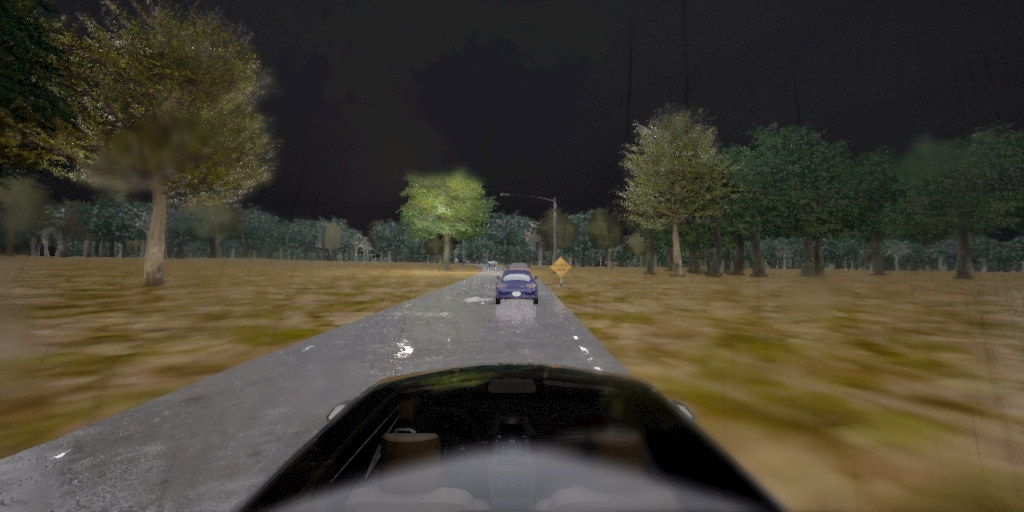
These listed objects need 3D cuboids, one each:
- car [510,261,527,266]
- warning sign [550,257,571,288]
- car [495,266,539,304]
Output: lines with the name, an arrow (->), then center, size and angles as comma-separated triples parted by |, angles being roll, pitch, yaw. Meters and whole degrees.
car -> 0.564, 1.303, 31.443 | 2.097, 1.767, 4.553 | 0, -1, 1
warning sign -> 3.007, 0.969, 21.930 | 1.300, 1.860, 1.060 | 0, 0, 1
car -> 0.233, 1.345, 16.463 | 1.812, 1.442, 4.674 | 0, 0, 1
